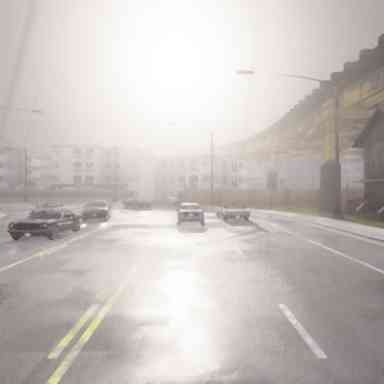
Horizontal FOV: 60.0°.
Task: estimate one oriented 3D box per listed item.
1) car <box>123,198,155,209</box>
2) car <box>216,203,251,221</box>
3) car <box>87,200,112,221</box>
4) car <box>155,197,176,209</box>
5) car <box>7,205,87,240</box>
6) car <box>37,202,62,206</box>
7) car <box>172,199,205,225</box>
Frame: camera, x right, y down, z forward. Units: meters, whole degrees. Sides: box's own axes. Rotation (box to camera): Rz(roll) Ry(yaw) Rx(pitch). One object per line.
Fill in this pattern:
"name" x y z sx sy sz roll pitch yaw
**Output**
"car" -6.969 1.417 41.928 1.895 1.301 4.718 0 0 -36
"car" 3.085 1.486 26.032 1.895 1.301 4.718 0 0 -5
"car" -7.345 1.405 25.977 1.837 1.490 4.892 0 0 -9
"car" -3.124 1.339 42.405 1.812 1.442 4.674 0 0 -34
"car" -7.060 1.529 16.501 1.895 1.301 4.718 0 0 0
"car" -10.798 1.453 25.406 1.994 1.385 4.181 0 0 -9
"car" -0.155 1.446 23.002 2.033 1.411 5.357 0 0 -3
